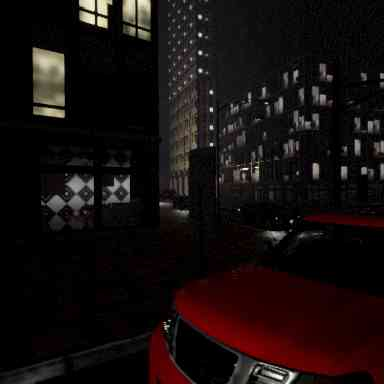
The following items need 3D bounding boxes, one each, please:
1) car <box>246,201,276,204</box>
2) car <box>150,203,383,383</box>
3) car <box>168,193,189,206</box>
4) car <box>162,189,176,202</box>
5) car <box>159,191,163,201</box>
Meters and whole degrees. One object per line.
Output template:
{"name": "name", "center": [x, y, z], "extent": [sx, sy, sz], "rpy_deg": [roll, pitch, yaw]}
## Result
{"name": "car", "center": [4.552, 1.332, 20.346], "extent": [1.837, 1.490, 4.892], "rpy_deg": [-1, 1, -21]}
{"name": "car", "center": [2.296, 1.220, 3.959], "extent": [5.566, 2.045, 2.150], "rpy_deg": [0, 0, -32]}
{"name": "car", "center": [-0.756, 1.127, 35.804], "extent": [1.812, 1.442, 4.674], "rpy_deg": [-1, 1, -20]}
{"name": "car", "center": [-4.030, 0.536, 54.624], "extent": [2.150, 2.045, 5.566], "rpy_deg": [-1, 1, -18]}
{"name": "car", "center": [-6.760, 0.831, 53.755], "extent": [2.128, 1.511, 4.902], "rpy_deg": [-1, 1, -18]}
